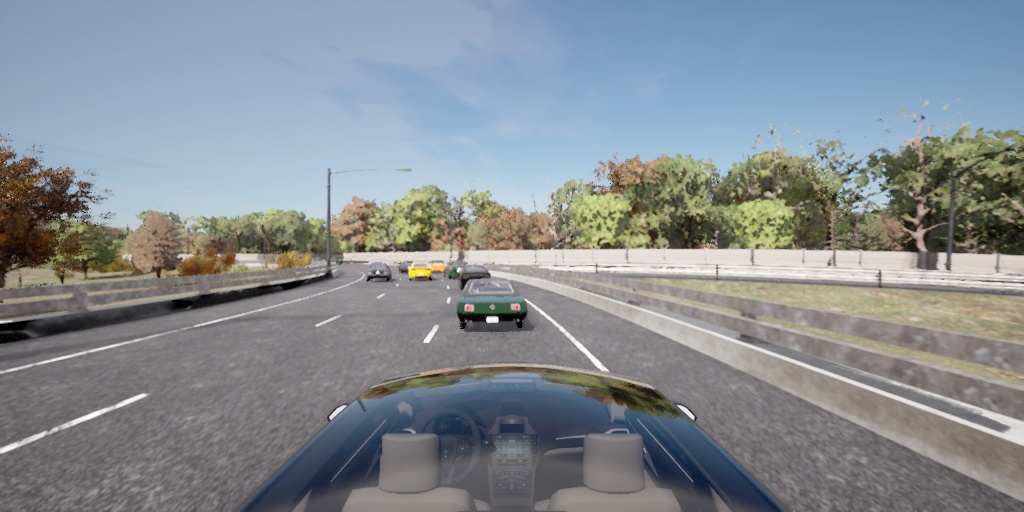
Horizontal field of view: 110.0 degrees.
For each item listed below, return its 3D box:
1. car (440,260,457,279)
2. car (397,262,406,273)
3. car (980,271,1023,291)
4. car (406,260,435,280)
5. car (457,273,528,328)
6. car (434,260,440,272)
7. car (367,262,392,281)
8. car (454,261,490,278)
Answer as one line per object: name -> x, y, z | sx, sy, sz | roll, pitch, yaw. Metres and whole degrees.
car -> -5.337, 1.222, 34.399 | 2.097, 1.767, 4.553 | 0, 0, -17
car -> -13.531, 1.487, 46.123 | 1.994, 1.385, 4.181 | 0, 0, -23
car -> 38.755, 1.828, 26.694 | 4.902, 1.511, 2.128 | 3, 1, 28
car -> -8.420, 1.346, 32.659 | 1.882, 1.535, 5.008 | 0, 0, -17
car -> -0.717, 1.386, 11.586 | 1.895, 1.301, 4.718 | 0, 0, -5
car -> -9.971, 1.270, 46.661 | 2.097, 1.767, 4.553 | 0, 0, -23
car -> -11.597, 1.416, 31.374 | 2.033, 1.411, 5.357 | 0, 0, -17
car -> -2.500, 1.305, 23.160 | 1.882, 1.535, 5.008 | 0, 0, -11
